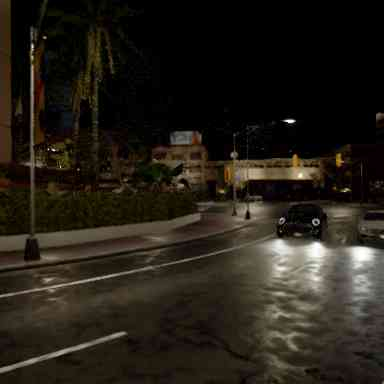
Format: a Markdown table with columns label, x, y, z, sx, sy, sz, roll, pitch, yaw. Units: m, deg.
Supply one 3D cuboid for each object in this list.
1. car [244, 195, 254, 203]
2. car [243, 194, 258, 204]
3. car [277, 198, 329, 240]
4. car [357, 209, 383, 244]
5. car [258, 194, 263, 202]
| label | x | y | z | sx | sy | sz | roll | pitch | yaw |
| --- | --- | --- | --- | --- | --- | --- | --- | --- | --- |
| car | 13.660 | 1.673 | 80.291 | 2.185 | 1.767 | 4.553 | 0 | 0 | 7 |
| car | 12.945 | 1.772 | 73.903 | 2.097 | 1.535 | 5.008 | 0 | 0 | 7 |
| car | 5.962 | 1.413 | 17.586 | 2.097 | 1.767 | 4.553 | 0 | 0 | 27 |
| car | 8.912 | 1.568 | 15.684 | 1.812 | 1.442 | 4.674 | 0 | 0 | 28 |
| car | 18.281 | 1.580 | 91.869 | 2.150 | 2.045 | 5.566 | 0 | 0 | 8 |
